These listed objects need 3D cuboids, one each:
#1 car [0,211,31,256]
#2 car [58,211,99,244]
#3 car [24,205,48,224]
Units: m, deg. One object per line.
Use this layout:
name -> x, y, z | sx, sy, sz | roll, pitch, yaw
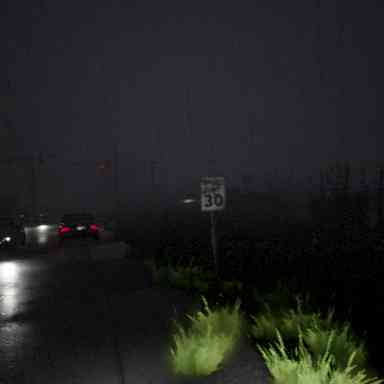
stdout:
car -> -8.254, 1.804, 14.097 | 1.812, 1.442, 4.674 | -2, 0, -20
car -> -5.933, 1.729, 17.348 | 2.033, 1.411, 5.357 | -2, 0, -20
car -> -13.659, 1.925, 28.944 | 1.882, 1.535, 5.008 | -2, 0, -20
